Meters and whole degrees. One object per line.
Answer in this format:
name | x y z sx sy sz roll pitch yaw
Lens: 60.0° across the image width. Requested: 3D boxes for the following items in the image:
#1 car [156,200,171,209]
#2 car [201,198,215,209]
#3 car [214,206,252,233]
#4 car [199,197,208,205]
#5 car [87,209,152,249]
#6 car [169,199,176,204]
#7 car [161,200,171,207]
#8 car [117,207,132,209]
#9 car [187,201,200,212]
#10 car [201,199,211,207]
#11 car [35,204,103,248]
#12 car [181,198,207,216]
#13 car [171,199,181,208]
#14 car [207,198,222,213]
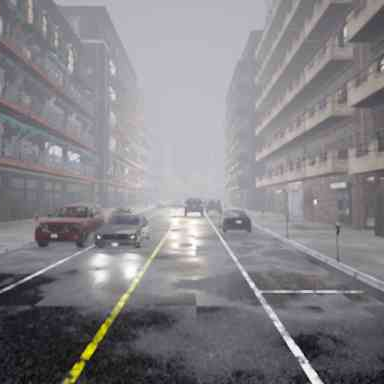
car | -5.498 2.276 60.666 2.008 1.369 4.403 1 -1 0
car | 2.885 2.041 60.610 2.192 1.841 5.009 1 -1 0
car | 2.763 1.824 21.634 1.947 1.339 4.313 1 -1 0
car | 2.970 2.381 88.448 2.192 1.841 5.009 1 -1 0
car | -3.055 1.736 15.866 2.033 1.411 5.357 0 -1 0
car | -5.397 2.657 93.901 1.752 1.417 4.829 1 -1 0
car | -5.465 2.384 71.632 1.752 1.417 4.829 1 -1 0
car | -5.601 1.906 27.261 1.802 1.307 4.206 1 -1 0
car | 0.177 2.105 48.475 1.812 1.442 4.674 0 -1 1
car | 2.917 2.302 71.744 1.967 1.590 4.097 1 -1 0
car | -5.631 1.507 16.128 2.192 1.841 5.009 1 -1 0
car | 0.208 1.675 38.159 2.150 2.045 5.566 0 -1 0
car | -2.840 2.227 62.639 1.882 1.535 5.008 0 -1 1
car | 2.834 1.839 43.908 2.192 1.841 5.009 1 -1 0
